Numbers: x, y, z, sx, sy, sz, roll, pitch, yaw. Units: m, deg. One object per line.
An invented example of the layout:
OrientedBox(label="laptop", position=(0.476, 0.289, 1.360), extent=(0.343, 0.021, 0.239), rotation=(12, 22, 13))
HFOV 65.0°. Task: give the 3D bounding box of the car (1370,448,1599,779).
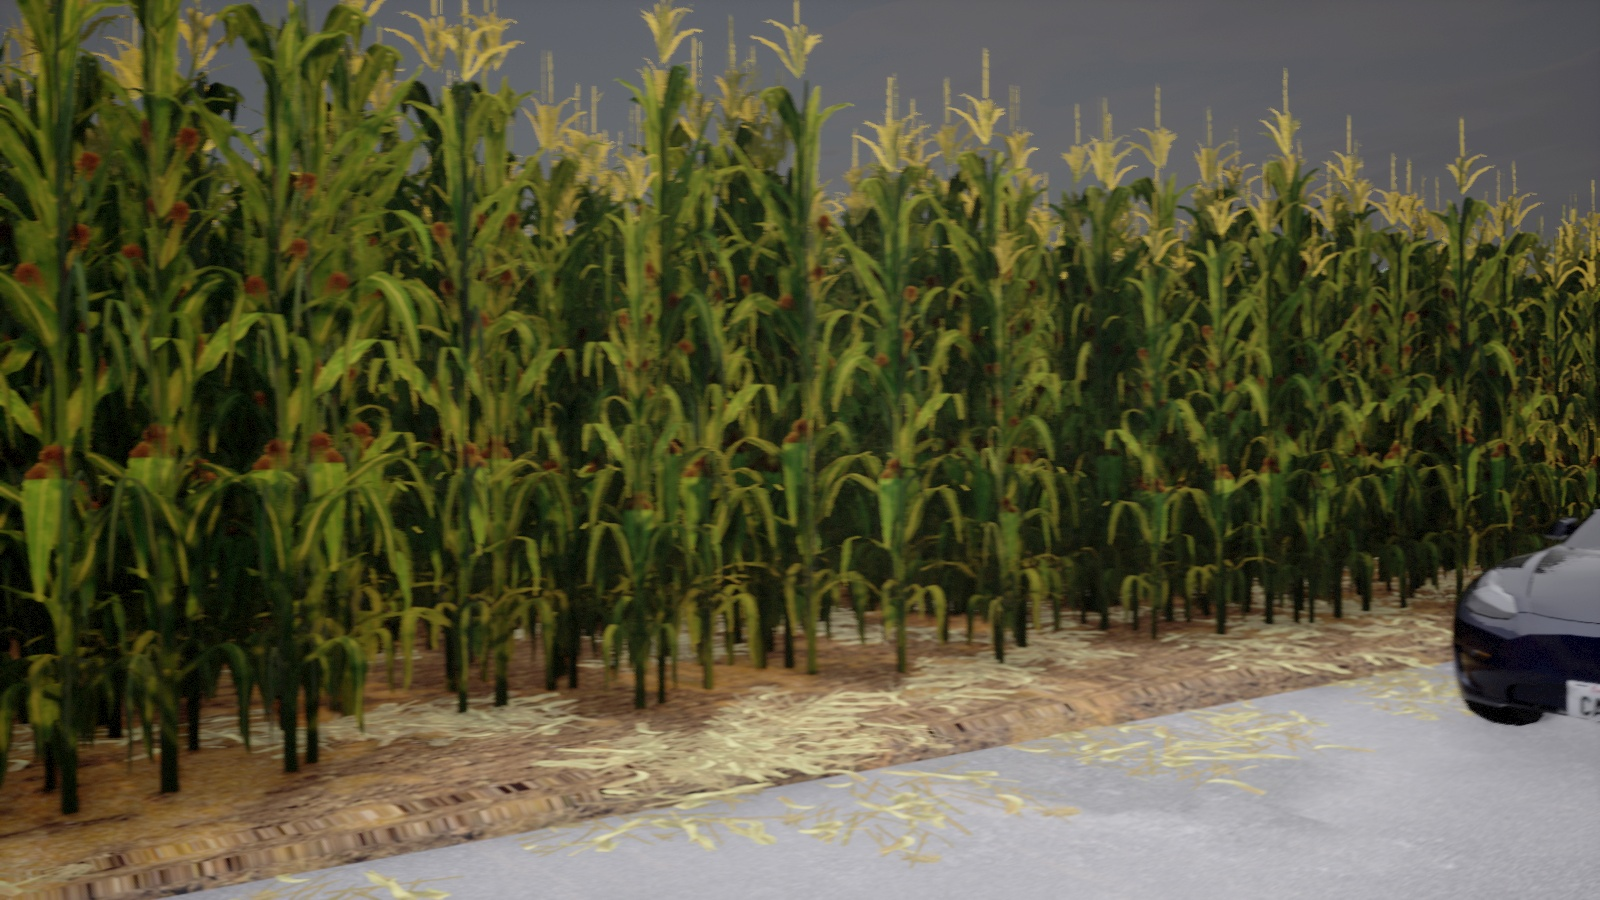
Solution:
OrientedBox(label="car", position=(5.566, 0.726, 7.046), extent=(4.792, 1.488, 2.163), rotation=(0, 0, -35))
